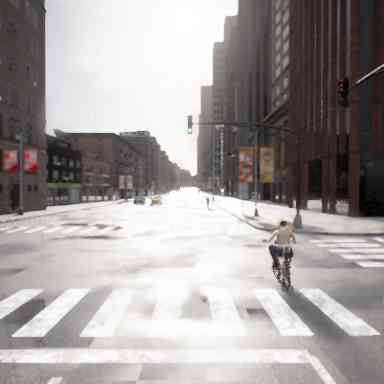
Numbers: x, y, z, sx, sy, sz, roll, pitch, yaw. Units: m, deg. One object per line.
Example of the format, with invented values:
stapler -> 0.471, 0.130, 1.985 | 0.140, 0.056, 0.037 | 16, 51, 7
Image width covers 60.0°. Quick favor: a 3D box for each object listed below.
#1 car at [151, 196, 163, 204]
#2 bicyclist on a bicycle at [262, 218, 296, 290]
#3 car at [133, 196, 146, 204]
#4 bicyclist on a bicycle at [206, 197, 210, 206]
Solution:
car -> -6.487, 1.480, 61.948 | 1.882, 1.535, 5.008 | 0, 0, 0
bicyclist on a bicycle -> 2.174, 1.437, 8.110 | 0.866, 1.612, 1.509 | 0, 0, 1
car -> -9.737, 1.508, 61.949 | 1.837, 1.490, 4.892 | 0, 0, 0
bicyclist on a bicycle -> 2.260, 1.459, 47.131 | 0.582, 1.620, 1.656 | 0, 0, 0
